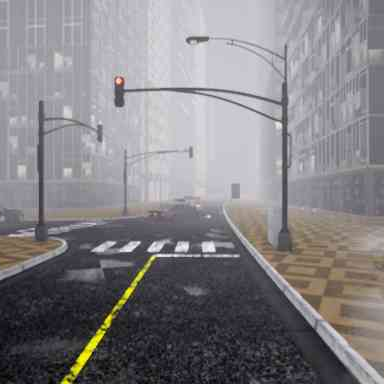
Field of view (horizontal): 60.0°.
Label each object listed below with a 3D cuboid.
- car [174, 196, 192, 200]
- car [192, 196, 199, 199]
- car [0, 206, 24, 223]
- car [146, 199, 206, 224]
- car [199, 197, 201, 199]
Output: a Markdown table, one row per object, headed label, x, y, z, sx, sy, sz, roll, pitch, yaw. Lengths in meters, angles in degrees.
| label | x | y | z | sx | sy | sz | roll | pitch | yaw |
| --- | --- | --- | --- | --- | --- | --- | --- | --- | --- |
| car | -1.425 | 1.476 | 38.567 | 1.837 | 1.490 | 4.892 | 0 | 0 | 5 |
| car | -0.601 | 1.310 | 47.670 | 2.097 | 1.767 | 4.553 | 0 | 0 | 6 |
| car | -16.473 | 1.853 | 28.097 | 4.403 | 1.369 | 2.008 | -1 | 1 | 10 |
| car | -1.101 | 1.554 | 25.096 | 2.033 | 1.411 | 5.357 | 0 | 1 | 36 |
| car | 0.579 | 1.462 | 58.316 | 1.812 | 1.442 | 4.674 | 0 | 0 | 7 |
